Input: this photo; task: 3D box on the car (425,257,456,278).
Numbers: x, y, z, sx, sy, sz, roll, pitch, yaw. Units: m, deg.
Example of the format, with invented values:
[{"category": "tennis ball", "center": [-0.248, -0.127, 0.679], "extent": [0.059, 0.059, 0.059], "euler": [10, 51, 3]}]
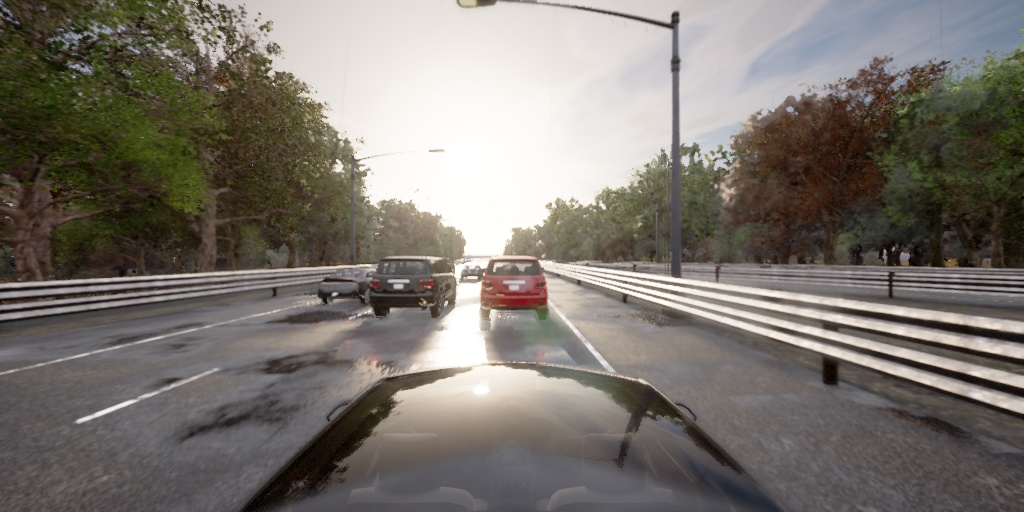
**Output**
[{"category": "car", "center": [-7.337, 1.151, 37.377], "extent": [2.150, 2.045, 5.566], "euler": [0, 0, -1]}]

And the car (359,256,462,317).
[{"category": "car", "center": [-3.458, 1.025, 13.545], "extent": [2.150, 2.045, 5.566], "euler": [0, 0, 0]}]

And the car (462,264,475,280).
[{"category": "car", "center": [-3.760, 1.457, 33.924], "extent": [2.033, 1.411, 5.357], "euler": [0, 0, -1]}]

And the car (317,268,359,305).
[{"category": "car", "center": [-6.987, 1.311, 16.533], "extent": [2.128, 1.511, 4.902], "euler": [0, 0, -1]}]

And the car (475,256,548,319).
[{"category": "car", "center": [0.045, 1.023, 13.159], "extent": [2.150, 2.045, 5.566], "euler": [0, 0, 0]}]
